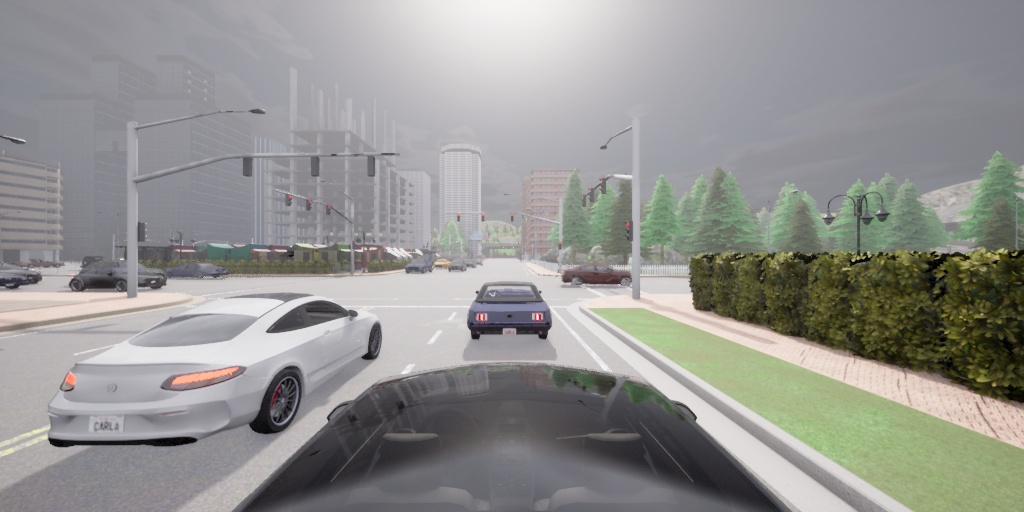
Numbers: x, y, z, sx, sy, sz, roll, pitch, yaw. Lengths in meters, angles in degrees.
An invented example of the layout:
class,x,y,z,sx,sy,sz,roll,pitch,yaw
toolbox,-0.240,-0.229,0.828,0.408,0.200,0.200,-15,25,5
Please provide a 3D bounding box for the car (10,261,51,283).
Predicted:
class,x,y,z,sx,sy,sz,roll,pitch,yaw
car,-35.371,1.252,24.608,4.892,1.490,1.837,0,0,2

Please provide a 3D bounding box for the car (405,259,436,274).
class,x,y,z,sx,sy,sz,roll,pitch,yaw
car,-10.727,1.097,41.573,2.097,1.767,4.553,0,0,3

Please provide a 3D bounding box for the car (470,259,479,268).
class,x,y,z,sx,sy,sz,roll,pitch,yaw
car,-7.059,1.248,59.226,1.837,1.490,4.892,0,0,0

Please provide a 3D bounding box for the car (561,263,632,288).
class,x,y,z,sx,sy,sz,roll,pitch,yaw
car,5.739,1.225,23.648,5.008,1.535,1.882,0,1,10

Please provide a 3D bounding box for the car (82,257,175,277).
class,x,y,z,sx,sy,sz,roll,pitch,yaw
car,-26.342,1.099,24.366,4.553,1.767,2.097,0,0,2

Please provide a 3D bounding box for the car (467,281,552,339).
class,x,y,z,sx,sy,sz,roll,pitch,yaw
car,-0.092,1.350,9.984,1.895,1.301,4.718,0,0,-1

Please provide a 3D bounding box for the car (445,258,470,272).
class,x,y,z,sx,sy,sz,roll,pitch,yaw
car,-7.090,1.249,46.914,1.837,1.490,4.892,0,0,0

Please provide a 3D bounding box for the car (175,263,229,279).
class,x,y,z,sx,sy,sz,roll,pitch,yaw
car,-27.980,1.293,31.486,5.357,1.411,2.033,0,0,3

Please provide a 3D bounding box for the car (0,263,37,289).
class,x,y,z,sx,sy,sz,roll,pitch,yaw
car,-31.962,1.295,21.013,5.357,1.411,2.033,0,0,1

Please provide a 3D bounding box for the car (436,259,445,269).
class,x,y,z,sx,sy,sz,roll,pitch,yaw
car,-10.573,1.221,54.293,1.882,1.535,5.008,0,0,0

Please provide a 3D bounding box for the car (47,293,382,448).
class,x,y,z,sx,sy,sz,roll,pitch,yaw
car,-3.507,1.275,5.376,1.812,1.442,4.674,0,0,-1

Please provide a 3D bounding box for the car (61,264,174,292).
class,x,y,z,sx,sy,sz,roll,pitch,yaw
car,-22.722,1.311,20.768,4.181,1.385,1.994,0,0,1
